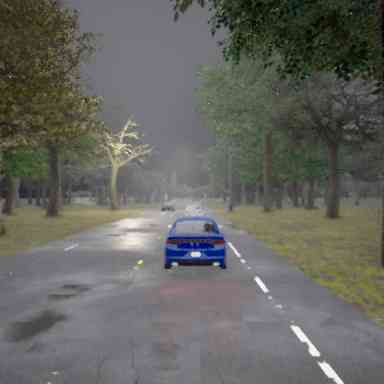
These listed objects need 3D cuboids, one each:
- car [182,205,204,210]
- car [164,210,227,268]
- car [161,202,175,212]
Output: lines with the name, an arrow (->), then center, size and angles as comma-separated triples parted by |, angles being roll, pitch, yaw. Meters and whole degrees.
car -> 0.111, 1.892, 29.858 | 1.812, 1.442, 4.674 | 0, -1, 0
car -> 0.104, 1.610, 11.763 | 1.882, 1.535, 5.008 | 0, 0, 0
car -> -3.504, 2.198, 49.333 | 2.033, 1.411, 5.357 | 0, -1, 1
